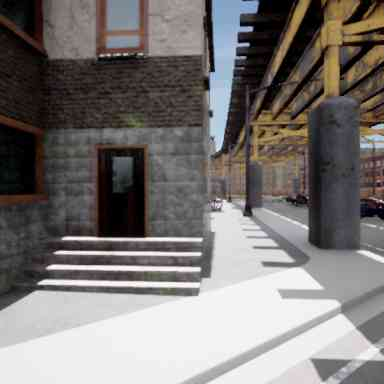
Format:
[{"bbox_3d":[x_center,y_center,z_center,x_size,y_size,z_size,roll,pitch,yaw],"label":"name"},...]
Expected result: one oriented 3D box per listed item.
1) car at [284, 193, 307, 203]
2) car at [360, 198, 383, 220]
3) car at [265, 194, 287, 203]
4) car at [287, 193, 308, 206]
[{"bbox_3d":[18.507,0.997,59.670,2.097,1.767,4.553,0,0,-13],"label":"car"},{"bbox_3d":[13.405,1.424,26.154,1.895,1.301,4.718,0,0,5],"label":"car"},{"bbox_3d":[14.769,1.183,60.267,1.812,1.442,4.674,0,0,-13],"label":"car"},{"bbox_3d":[15.129,1.225,46.730,1.837,1.490,4.892,0,0,4],"label":"car"}]
